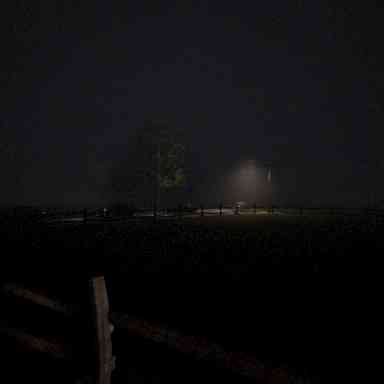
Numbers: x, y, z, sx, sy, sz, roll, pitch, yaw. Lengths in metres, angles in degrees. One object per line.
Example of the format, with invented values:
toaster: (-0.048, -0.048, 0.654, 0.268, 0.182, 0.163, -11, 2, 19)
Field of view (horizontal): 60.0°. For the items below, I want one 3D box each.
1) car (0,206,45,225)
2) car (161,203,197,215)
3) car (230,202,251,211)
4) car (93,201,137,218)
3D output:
car: (-13.920, 1.784, 26.401, 1.994, 1.385, 4.181, 0, -1, 37)
car: (-1.519, 2.065, 42.371, 2.033, 1.411, 5.357, 0, -1, 38)
car: (7.958, 2.304, 54.437, 1.994, 1.385, 4.181, 0, -1, 38)
car: (-7.852, 1.719, 34.216, 2.097, 1.767, 4.553, 0, -1, 38)
